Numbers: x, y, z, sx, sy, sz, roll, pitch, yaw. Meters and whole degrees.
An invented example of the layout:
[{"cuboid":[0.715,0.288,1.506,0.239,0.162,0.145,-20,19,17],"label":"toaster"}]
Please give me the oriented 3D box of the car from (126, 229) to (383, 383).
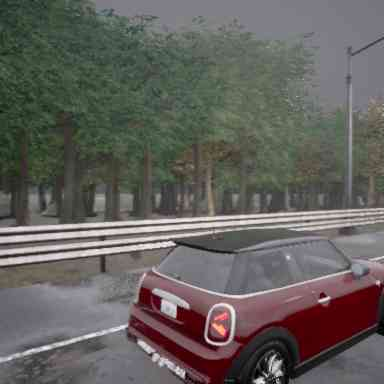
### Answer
[{"cuboid":[1.394,1.361,5.124,4.553,1.767,2.097,0,0,-39],"label":"car"}]
